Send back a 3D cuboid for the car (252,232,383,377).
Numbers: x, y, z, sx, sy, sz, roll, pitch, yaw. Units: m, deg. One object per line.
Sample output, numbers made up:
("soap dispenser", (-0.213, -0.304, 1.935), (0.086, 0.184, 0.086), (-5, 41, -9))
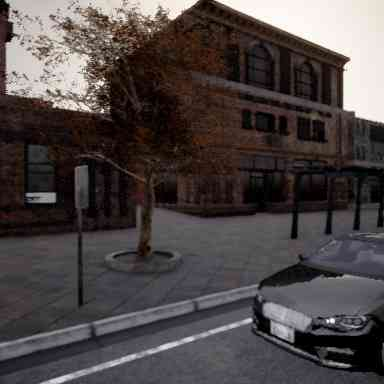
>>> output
("car", (3.126, 1.491, 5.610), (4.902, 1.511, 2.128), (0, 0, -36))
